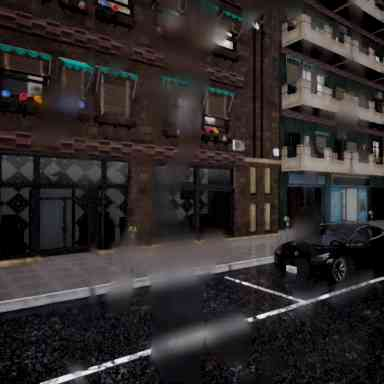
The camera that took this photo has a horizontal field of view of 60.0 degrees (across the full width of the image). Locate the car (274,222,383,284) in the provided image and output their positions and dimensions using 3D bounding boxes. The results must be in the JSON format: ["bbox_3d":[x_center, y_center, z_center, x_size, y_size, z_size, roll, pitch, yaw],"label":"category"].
[{"bbox_3d":[4.270,1.566,9.622,4.313,1.339,1.947,0,0,-36],"label":"car"}]
